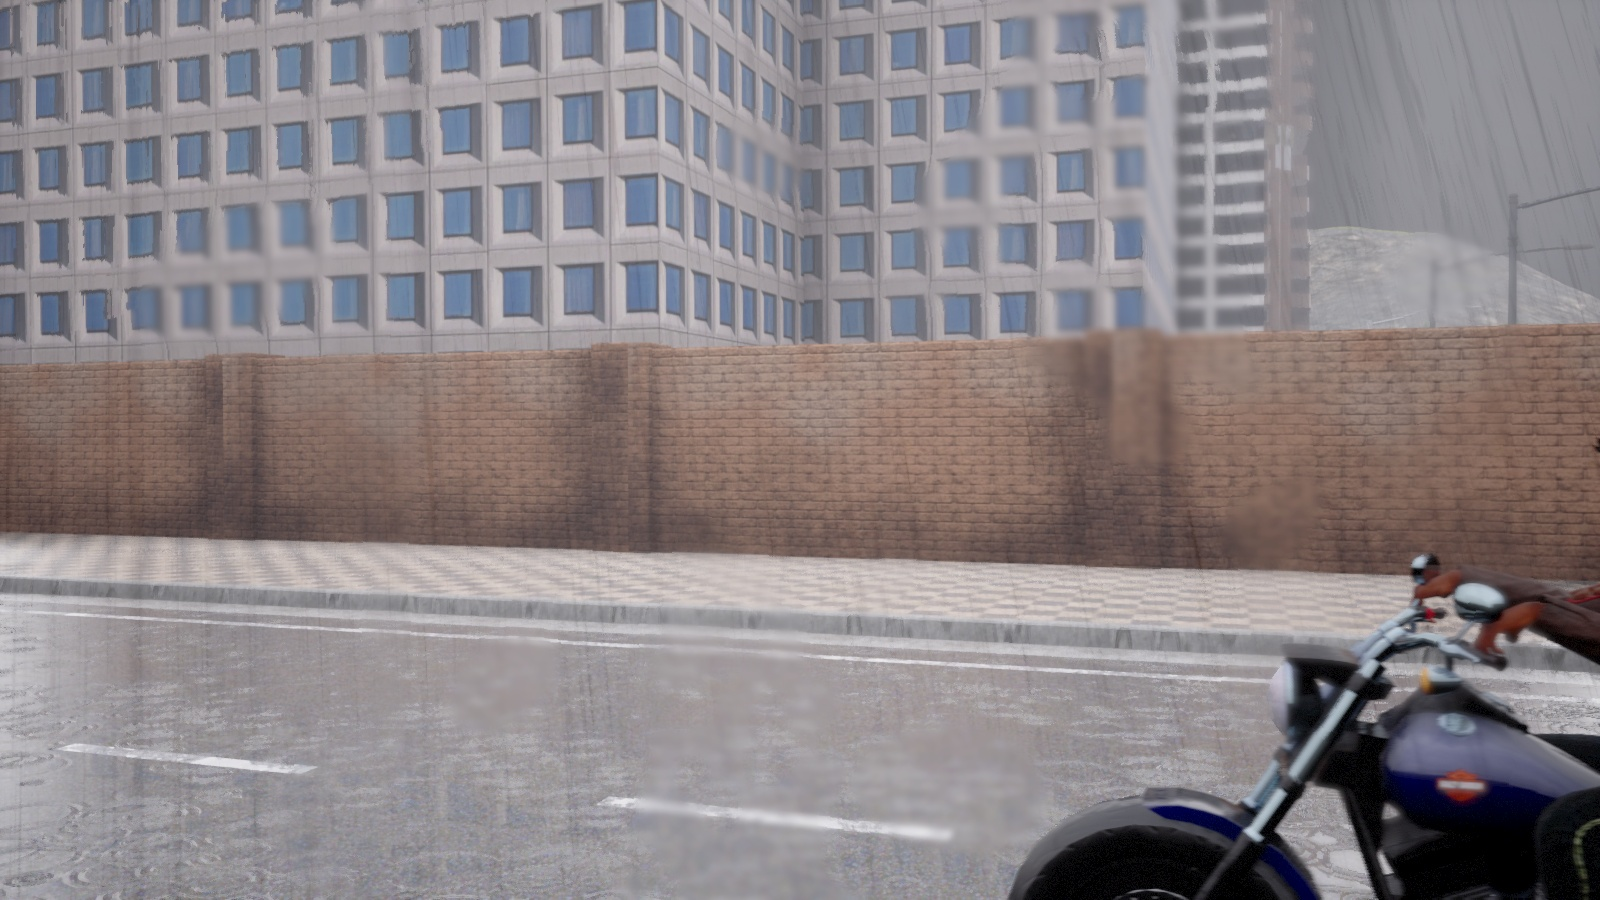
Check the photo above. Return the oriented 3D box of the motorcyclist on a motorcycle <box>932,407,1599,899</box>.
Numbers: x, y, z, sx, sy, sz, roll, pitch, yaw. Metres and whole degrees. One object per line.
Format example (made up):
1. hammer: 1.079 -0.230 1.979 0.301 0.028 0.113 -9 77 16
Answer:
1. motorcyclist on a motorcycle: 1.521 0.740 2.686 2.350 1.649 0.766 0 1 19
